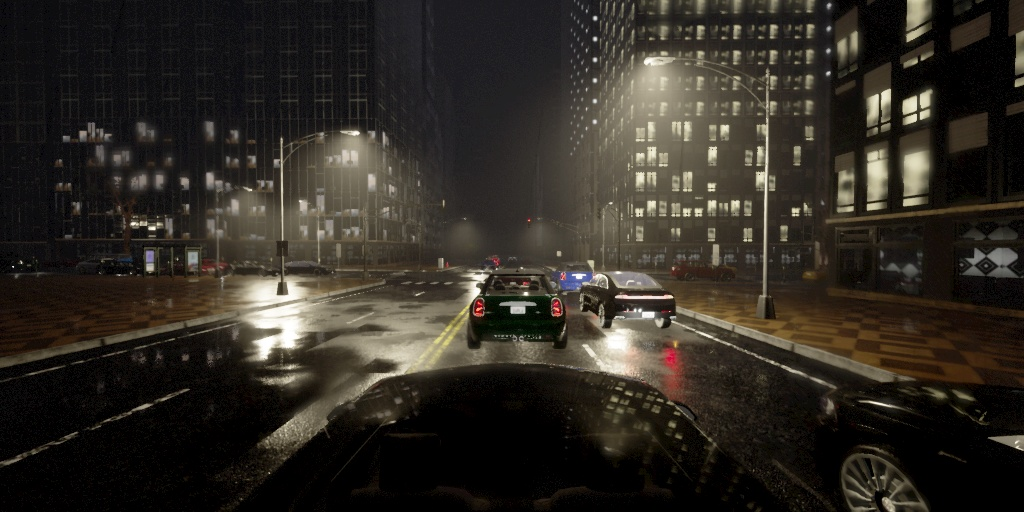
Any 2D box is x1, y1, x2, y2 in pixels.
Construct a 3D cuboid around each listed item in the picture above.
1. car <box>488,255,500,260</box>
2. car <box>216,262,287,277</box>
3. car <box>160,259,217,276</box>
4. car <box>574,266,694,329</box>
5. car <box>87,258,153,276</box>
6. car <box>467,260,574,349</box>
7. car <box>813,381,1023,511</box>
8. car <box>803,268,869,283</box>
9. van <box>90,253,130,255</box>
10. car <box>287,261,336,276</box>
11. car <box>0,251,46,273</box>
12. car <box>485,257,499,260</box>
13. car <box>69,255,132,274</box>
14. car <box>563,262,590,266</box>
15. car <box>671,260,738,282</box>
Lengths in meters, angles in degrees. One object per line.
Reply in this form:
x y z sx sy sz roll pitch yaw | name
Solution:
-3.245 0.925 61.025 2.150 2.045 5.566 0 0 0 | car
-22.690 1.173 31.345 4.313 1.339 1.948 0 0 1 | car
-28.373 1.138 31.487 4.207 1.307 1.802 0 0 1 | car
3.364 1.237 11.273 2.128 1.511 4.902 0 0 0 | car
-34.054 1.069 31.668 4.313 1.339 1.948 0 0 1 | car
0.111 1.099 9.300 2.097 1.767 4.553 0 0 0 | car
3.344 1.242 0.881 2.128 1.511 4.902 0 0 0 | car
27.683 1.579 30.550 4.829 1.417 1.751 0 0 1 | car
-45.233 0.605 40.344 3.998 1.789 1.690 0 0 1 | van
-19.661 1.139 33.972 5.357 1.411 2.033 0 1 0 | car
-49.577 0.539 34.684 5.566 2.045 2.150 1 1 -1 | car
-3.277 1.241 50.801 1.812 1.442 4.674 0 0 0 | car
-38.922 0.942 34.411 4.674 1.442 1.812 1 1 2 | car
3.376 1.092 20.115 2.097 1.767 4.553 0 0 0 | car
16.235 1.269 30.763 5.009 1.841 2.192 0 0 1 | car
